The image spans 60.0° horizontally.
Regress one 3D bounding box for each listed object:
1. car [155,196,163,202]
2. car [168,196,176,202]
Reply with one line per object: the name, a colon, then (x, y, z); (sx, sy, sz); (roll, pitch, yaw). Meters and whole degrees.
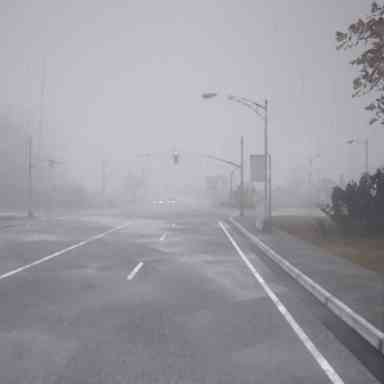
car: (-8.641, 1.775, 87.420); (1.812, 1.442, 4.674); (0, 1, 1)
car: (-5.140, 1.789, 87.444); (2.033, 1.411, 5.357); (0, 1, 1)
